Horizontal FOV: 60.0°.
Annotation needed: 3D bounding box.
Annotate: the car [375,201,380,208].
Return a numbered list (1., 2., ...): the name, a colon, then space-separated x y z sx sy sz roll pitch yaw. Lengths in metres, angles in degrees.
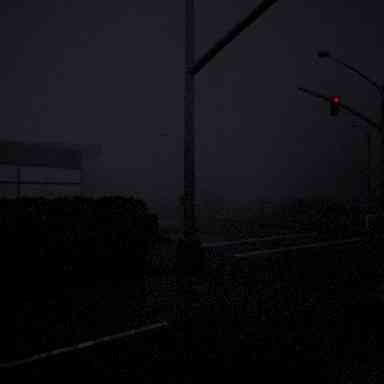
1. car: 25.525 1.413 43.098 3.806 1.475 1.970 0 0 -35

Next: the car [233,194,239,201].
1. car: 9.436 1.266 77.891 3.806 1.475 1.970 0 0 -35

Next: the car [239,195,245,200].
1. car: 13.388 1.188 72.824 5.027 1.636 2.152 0 0 -35

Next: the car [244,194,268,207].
1. car: 9.638 1.342 46.598 3.633 1.501 1.845 0 0 -35

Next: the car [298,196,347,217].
1. car: 12.008 1.357 29.956 4.514 1.523 2.007 0 0 -35

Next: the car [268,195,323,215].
1. car: 10.163 1.348 32.493 5.027 1.636 2.152 0 0 -35

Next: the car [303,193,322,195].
1. car: 22.746 1.131 60.211 4.605 1.855 1.932 0 0 -35

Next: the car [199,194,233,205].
1. car: 3.931 1.320 54.801 4.514 1.523 2.007 0 0 -35

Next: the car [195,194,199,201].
1. car: 1.562 1.328 76.838 4.514 1.523 2.007 0 0 -35

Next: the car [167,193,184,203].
1. car: -2.643 1.120 65.405 4.605 1.855 1.932 0 0 -35

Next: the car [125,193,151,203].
1. car: -9.561 1.379 60.503 3.806 1.475 1.970 0 0 -35

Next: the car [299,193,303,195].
1. car: 20.739 1.111 62.352 3.866 1.878 1.905 0 0 -35
